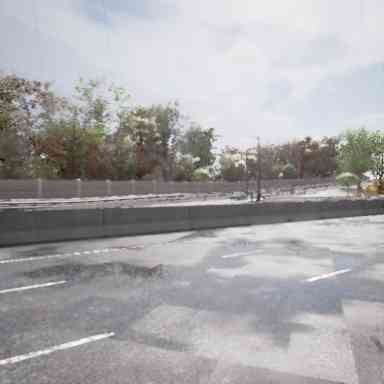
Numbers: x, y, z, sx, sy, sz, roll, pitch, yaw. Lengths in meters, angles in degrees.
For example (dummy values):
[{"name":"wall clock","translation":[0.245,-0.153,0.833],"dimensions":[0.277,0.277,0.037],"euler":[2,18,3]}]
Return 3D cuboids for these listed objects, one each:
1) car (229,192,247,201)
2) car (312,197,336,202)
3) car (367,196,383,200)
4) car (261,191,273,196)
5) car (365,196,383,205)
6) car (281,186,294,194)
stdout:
[{"name":"car","translation":[8.182,0.755,58.467],"dimensions":[1.812,1.442,4.674],"euler":[0,1,30]},{"name":"car","translation":[19.594,1.449,49.258],"dimensions":[4.181,1.385,1.994],"euler":[0,0,-36]},{"name":"car","translation":[24.978,1.417,44.535],"dimensions":[4.892,1.490,1.837],"euler":[0,0,-36]},{"name":"car","translation":[16.007,0.447,71.772],"dimensions":[1.994,1.385,4.181],"euler":[0,2,31]},{"name":"car","translation":[32.678,1.450,58.942],"dimensions":[4.181,1.385,1.994],"euler":[0,0,-37]},{"name":"car","translation":[24.420,-0.508,84.774],"dimensions":[2.150,2.045,5.566],"euler":[0,3,34]}]
